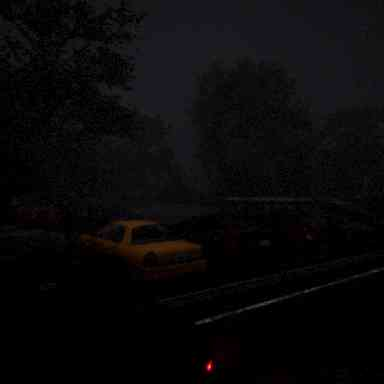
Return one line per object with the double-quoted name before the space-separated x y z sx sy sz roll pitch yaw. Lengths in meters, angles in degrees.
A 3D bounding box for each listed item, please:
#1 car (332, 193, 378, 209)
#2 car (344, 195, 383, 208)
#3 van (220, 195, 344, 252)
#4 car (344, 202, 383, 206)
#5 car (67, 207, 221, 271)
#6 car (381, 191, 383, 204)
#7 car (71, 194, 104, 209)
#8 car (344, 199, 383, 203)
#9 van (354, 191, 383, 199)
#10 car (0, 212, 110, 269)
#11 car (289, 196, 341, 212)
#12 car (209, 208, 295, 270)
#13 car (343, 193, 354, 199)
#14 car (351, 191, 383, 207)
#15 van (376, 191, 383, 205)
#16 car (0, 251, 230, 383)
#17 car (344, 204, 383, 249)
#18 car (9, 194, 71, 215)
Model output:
"car" 20.006 1.065 40.918 2.185 1.767 4.553 0 0 -36
"car" 22.300 1.201 42.486 2.163 1.488 4.792 0 0 -36
"van" 2.996 1.174 12.481 1.878 1.987 4.442 0 0 -36
"car" 7.506 1.390 15.815 2.163 1.488 4.792 0 0 -36
"car" -1.738 1.435 9.465 1.946 1.575 5.366 0 0 -36
"car" 31.293 0.844 48.992 2.435 2.045 5.566 0 0 -36
"car" -7.244 1.171 21.345 2.435 2.045 5.566 0 0 -36
"car" 9.771 1.341 17.466 2.097 1.535 5.008 0 0 -36
"van" 12.114 1.096 19.006 1.878 1.987 4.442 0 0 -36
"car" -3.904 1.458 7.680 2.097 1.535 5.008 0 0 -36
"car" 13.249 1.249 36.052 2.231 1.521 4.892 0 0 -36
"car" 0.632 1.448 10.969 2.163 1.488 4.792 0 0 -36
"car" 15.619 1.226 37.513 1.946 1.575 5.366 0 0 -36
"car" 24.522 0.901 44.147 2.435 2.045 5.566 0 0 -36
"van" 28.984 0.889 47.448 1.878 1.987 4.442 0 0 -36
"car" -2.240 1.553 2.087 5.357 1.411 2.033 -1 0 -36
"car" 5.226 1.410 14.184 2.163 1.488 4.792 0 0 -36
"car" -9.409 1.189 19.796 2.435 2.045 5.566 0 0 -36
